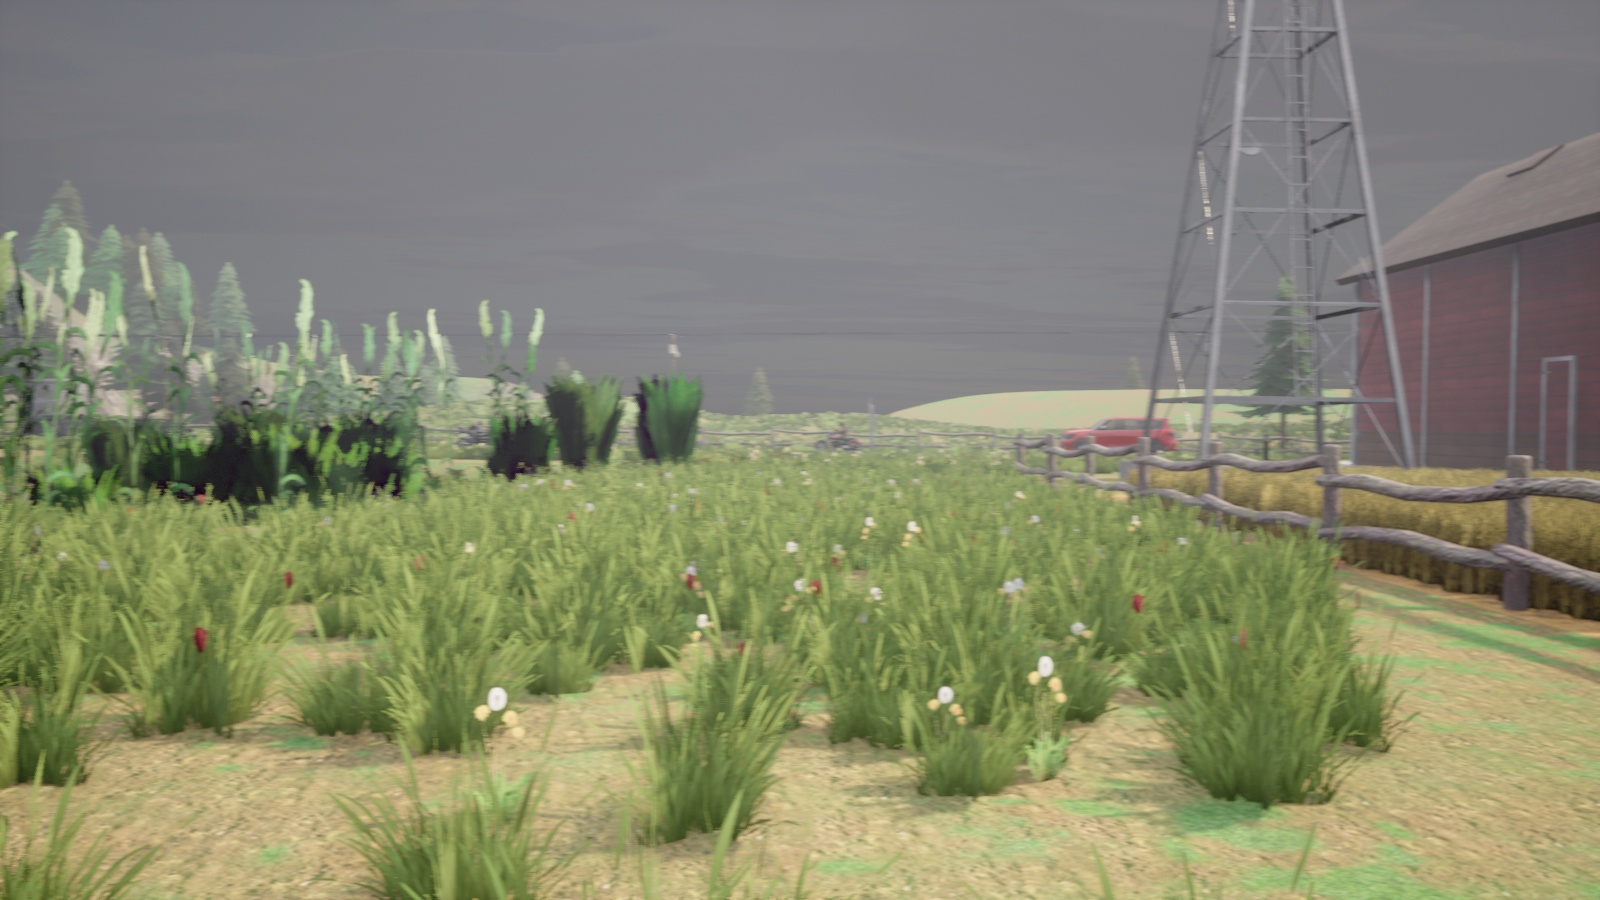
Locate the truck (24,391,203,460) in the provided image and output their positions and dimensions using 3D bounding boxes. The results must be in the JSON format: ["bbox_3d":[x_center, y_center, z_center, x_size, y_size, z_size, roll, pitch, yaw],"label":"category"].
[{"bbox_3d":[-35.990,-1.288,65.972,7.936,3.462,2.891,0,1,6],"label":"truck"}]

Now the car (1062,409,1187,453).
[{"bbox_3d":[15.634,-0.929,60.734,5.566,2.045,2.150,0,1,6],"label":"car"}]

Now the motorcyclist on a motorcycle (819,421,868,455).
[{"bbox_3d":[2.154,-0.608,62.090,2.350,1.649,0.766,-1,1,6],"label":"motorcyclist on a motorcycle"}]

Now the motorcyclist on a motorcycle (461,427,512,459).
[{"bbox_3d":[-15.114,-0.340,60.606,2.191,1.530,0.866,0,1,6],"label":"motorcyclist on a motorcycle"}]
